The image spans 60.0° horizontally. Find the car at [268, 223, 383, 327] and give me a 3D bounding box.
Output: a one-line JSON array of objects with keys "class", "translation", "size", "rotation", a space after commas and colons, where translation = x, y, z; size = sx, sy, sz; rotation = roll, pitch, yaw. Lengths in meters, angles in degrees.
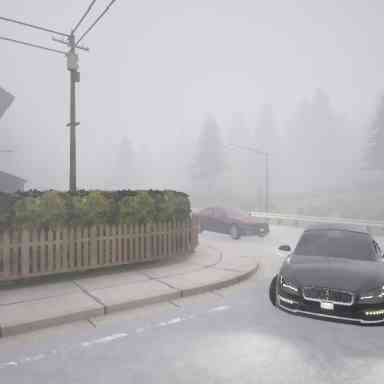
[{"class": "car", "translation": [3.168, 1.505, 7.304], "size": [1.837, 1.490, 4.892], "rotation": [0, 0, 27]}]

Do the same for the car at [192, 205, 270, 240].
[{"class": "car", "translation": [1.870, 1.478, 17.440], "size": [1.882, 1.535, 5.008], "rotation": [0, 0, -33]}]
